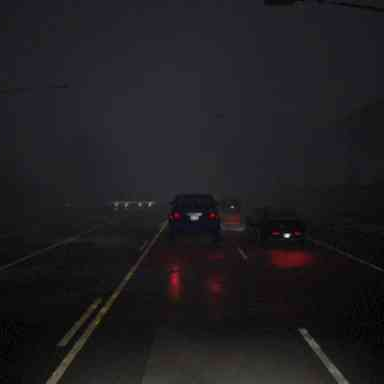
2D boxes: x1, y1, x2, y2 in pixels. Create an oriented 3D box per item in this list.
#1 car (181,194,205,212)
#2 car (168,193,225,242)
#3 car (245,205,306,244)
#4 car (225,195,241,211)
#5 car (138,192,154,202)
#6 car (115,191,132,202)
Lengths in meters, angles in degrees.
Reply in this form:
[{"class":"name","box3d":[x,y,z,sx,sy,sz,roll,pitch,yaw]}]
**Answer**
[{"class":"car","box3d":[0.096,1.020,31.992,2.128,1.511,4.902,0,1,0]},{"class":"car","box3d":[0.098,1.047,15.553,2.150,2.045,5.566,0,1,0]},{"class":"car","box3d":[3.596,1.340,14.974,1.837,1.490,4.892,0,1,0]},{"class":"car","box3d":[3.596,1.032,32.060,1.837,1.490,4.892,0,1,0]},{"class":"car","box3d":[-7.082,0.694,51.879,1.812,1.442,4.674,0,1,0]},{"class":"car","box3d":[-10.581,0.675,51.697,1.837,1.490,4.892,0,1,0]}]
